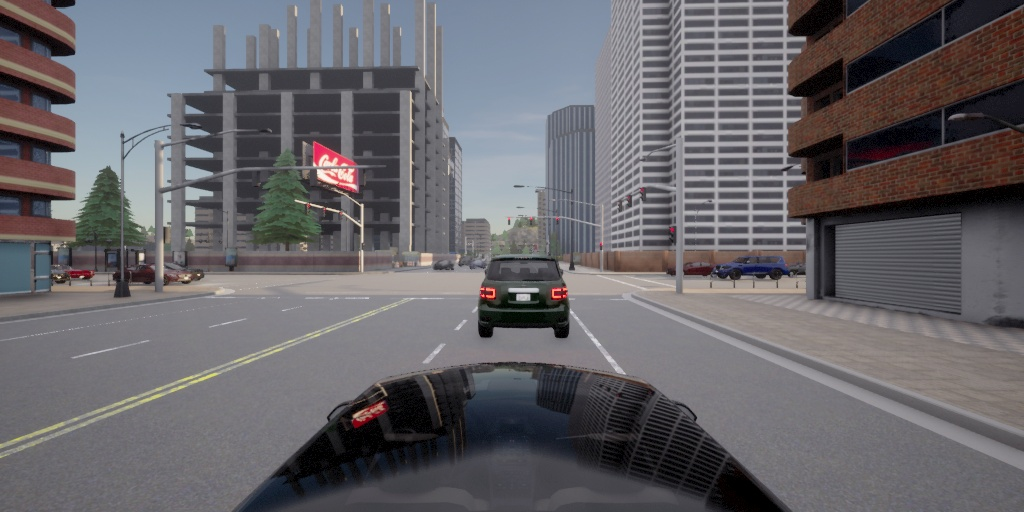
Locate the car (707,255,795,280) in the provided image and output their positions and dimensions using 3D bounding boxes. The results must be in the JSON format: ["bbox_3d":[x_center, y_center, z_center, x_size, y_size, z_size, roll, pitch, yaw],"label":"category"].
[{"bbox_3d":[20.227,0.971,30.505,5.566,2.045,2.150,0,0,2],"label":"car"}]

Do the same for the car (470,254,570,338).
[{"bbox_3d":[0.339,0.971,10.313,2.150,2.045,5.566,0,0,2],"label":"car"}]

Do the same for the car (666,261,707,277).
[{"bbox_3d":[17.312,1.228,34.099,5.008,1.535,1.882,0,0,2],"label":"car"}]

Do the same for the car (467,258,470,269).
[{"bbox_3d":[-5.173,1.275,53.814,1.812,1.442,4.674,0,0,2],"label":"car"}]

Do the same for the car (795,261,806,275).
[{"bbox_3d":[27.242,1.241,33.765,4.902,1.511,2.128,0,0,2],"label":"car"}]

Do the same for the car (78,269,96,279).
[{"bbox_3d":[-36.494,1.351,28.655,4.718,1.301,1.895,0,0,2],"label":"car"}]

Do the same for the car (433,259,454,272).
[{"bbox_3d":[-8.945,1.228,47.150,1.882,1.535,5.008,0,0,3],"label":"car"}]

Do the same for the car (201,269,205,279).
[{"bbox_3d":[-27.202,1.228,28.350,5.008,1.535,1.882,0,0,2],"label":"car"}]

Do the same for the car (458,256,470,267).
[{"bbox_3d":[-8.210,0.973,64.925,2.150,2.045,5.566,0,0,3],"label":"car"}]

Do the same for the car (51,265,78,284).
[{"bbox_3d":[-34.005,1.255,25.071,4.892,1.490,1.837,0,0,2],"label":"car"}]

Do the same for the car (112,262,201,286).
[{"bbox_3d":[-24.760,1.276,24.769,4.674,1.442,1.812,0,0,2],"label":"car"}]
